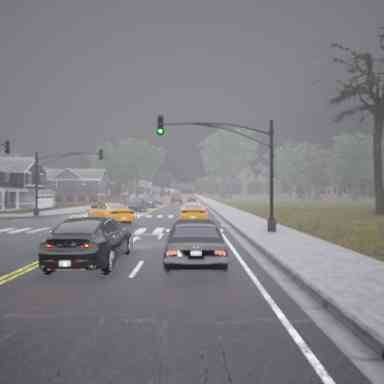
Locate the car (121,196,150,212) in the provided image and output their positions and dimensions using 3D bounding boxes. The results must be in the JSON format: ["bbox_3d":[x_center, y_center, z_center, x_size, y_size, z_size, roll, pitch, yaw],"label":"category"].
[{"bbox_3d":[-6.560,1.579,39.398,1.837,1.490,4.892,0,0,2],"label":"car"}]

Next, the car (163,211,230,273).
[{"bbox_3d":[0.101,1.570,10.751,2.033,1.411,5.357,0,0,0],"label":"car"}]

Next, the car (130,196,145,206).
[{"bbox_3d":[-9.770,1.603,60.018,1.837,1.490,4.892,0,0,0],"label":"car"}]

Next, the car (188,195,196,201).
[{"bbox_3d":[0.003,1.528,79.857,1.994,1.385,4.181,0,0,0],"label":"car"}]

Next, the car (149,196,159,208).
[{"bbox_3d":[-6.585,1.439,49.258,2.097,1.767,4.553,0,0,0],"label":"car"}]

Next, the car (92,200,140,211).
[{"bbox_3d":[-5.860,1.527,23.626,1.882,1.535,5.008,2,-1,-35],"label":"car"}]

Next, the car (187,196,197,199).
[{"bbox_3d":[0.002,1.604,69.436,1.837,1.490,4.892,0,0,0],"label":"car"}]

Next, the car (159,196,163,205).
[{"bbox_3d":[-6.520,1.454,60.760,2.097,1.767,4.553,0,0,0],"label":"car"}]

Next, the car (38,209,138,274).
[{"bbox_3d":[-3.150,1.528,10.666,1.837,1.490,4.892,0,0,0],"label":"car"}]

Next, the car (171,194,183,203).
[{"bbox_3d":[-3.248,1.330,69.466,2.150,2.045,5.566,0,0,0],"label":"car"}]

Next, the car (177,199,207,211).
[{"bbox_3d":[0.093,1.529,25.029,1.882,1.535,5.008,0,0,0],"label":"car"}]

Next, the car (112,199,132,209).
[{"bbox_3d":[-9.848,1.685,47.049,1.895,1.301,4.718,0,0,0],"label":"car"}]

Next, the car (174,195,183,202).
[{"bbox_3d":[-3.247,1.453,79.857,1.882,1.535,5.008,0,0,0],"label":"car"}]
